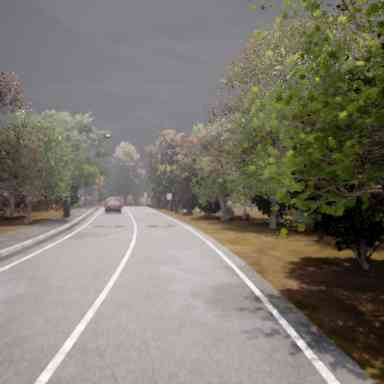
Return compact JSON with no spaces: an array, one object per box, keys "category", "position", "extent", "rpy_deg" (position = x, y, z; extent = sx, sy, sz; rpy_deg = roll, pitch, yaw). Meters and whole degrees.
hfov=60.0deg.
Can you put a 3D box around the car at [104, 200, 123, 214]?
[{"category":"car","position":[-9.176,1.711,38.927],"extent":[1.882,1.535,5.008],"rpy_deg":[1,0,-13]}]
